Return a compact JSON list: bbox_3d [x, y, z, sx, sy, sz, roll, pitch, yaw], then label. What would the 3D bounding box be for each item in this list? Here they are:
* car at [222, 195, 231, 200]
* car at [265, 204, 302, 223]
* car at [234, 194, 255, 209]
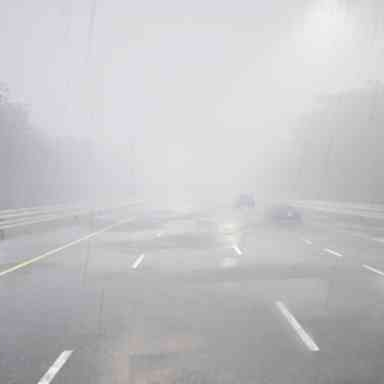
[{"bbox_3d":[9.607,1.575,91.967,2.128,1.511,4.902,0,0,15],"label":"car"},{"bbox_3d":[7.019,1.584,25.888,1.994,1.385,4.181,0,0,0],"label":"car"},{"bbox_3d":[7.034,1.267,44.899,2.150,2.045,5.566,0,0,0],"label":"car"}]
